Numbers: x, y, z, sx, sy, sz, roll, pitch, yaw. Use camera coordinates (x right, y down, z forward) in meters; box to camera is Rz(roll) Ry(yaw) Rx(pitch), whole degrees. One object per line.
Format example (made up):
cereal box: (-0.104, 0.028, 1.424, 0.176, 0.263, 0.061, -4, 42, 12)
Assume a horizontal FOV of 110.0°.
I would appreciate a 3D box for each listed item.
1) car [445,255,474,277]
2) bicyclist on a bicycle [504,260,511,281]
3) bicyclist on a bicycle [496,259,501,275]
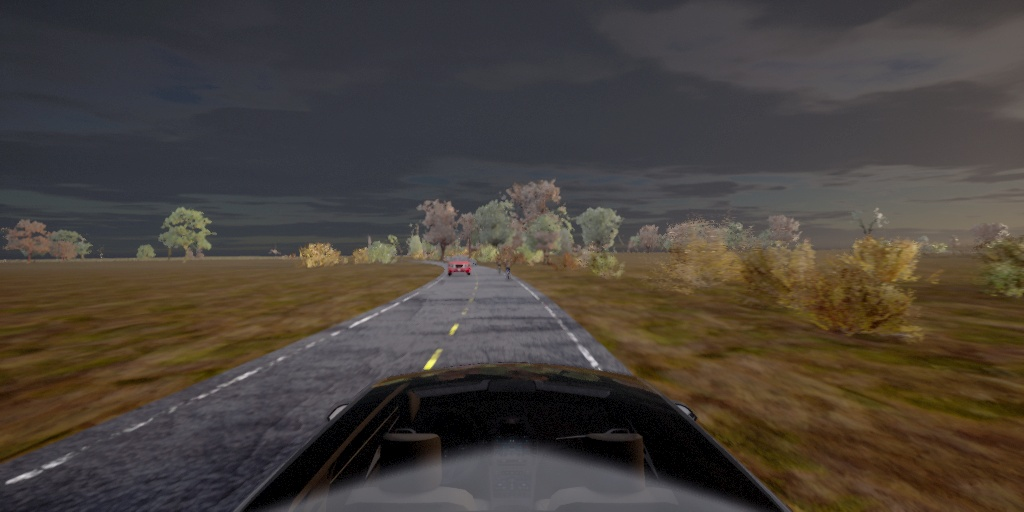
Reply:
car: (-5.138, 0.890, 35.370, 2.150, 2.045, 5.566, -1, 0, -7)
bicyclist on a bicycle: (-0.327, 1.107, 27.408, 0.582, 1.620, 1.656, -1, 0, -6)
bicyclist on a bicycle: (-1.321, 1.082, 36.440, 0.582, 1.620, 1.656, -1, 0, -7)
